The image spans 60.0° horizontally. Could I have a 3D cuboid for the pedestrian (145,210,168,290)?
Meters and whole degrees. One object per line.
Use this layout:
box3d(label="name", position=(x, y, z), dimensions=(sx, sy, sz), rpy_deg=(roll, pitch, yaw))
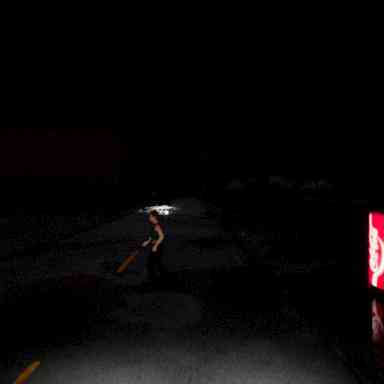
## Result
box3d(label="pedestrian", position=(-0.816, 1.294, 7.643), dimensions=(0.375, 1.860, 0.375), rpy_deg=(0, 0, 0))

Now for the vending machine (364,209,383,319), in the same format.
box3d(label="vending machine", position=(4.262, 1.415, 6.736), dimensions=(1.100, 2.100, 0.880), rpy_deg=(0, 0, 0))

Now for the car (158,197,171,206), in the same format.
box3d(label="car", position=(-4.347, 1.490, 52.965), dimensions=(2.128, 1.511, 4.902), rpy_deg=(0, 0, 0))
